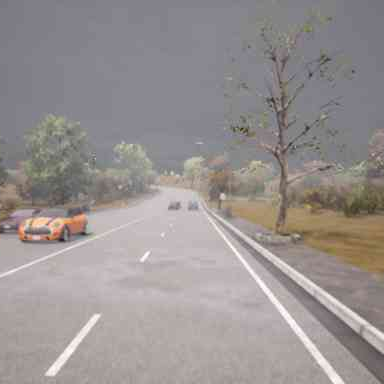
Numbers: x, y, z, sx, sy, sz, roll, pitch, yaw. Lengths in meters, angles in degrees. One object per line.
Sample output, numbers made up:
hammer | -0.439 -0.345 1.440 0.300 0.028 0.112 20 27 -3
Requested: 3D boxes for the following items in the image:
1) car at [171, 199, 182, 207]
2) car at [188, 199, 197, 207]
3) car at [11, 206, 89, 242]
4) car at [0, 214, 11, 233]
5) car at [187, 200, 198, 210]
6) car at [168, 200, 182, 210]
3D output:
car | -3.334 2.367 71.291 2.128 1.511 4.902 0 2 0
car | 0.166 2.385 71.282 1.812 1.442 4.674 0 2 0
car | -7.049 1.546 17.410 2.097 1.767 4.553 0 -1 1
car | -10.529 1.770 21.325 1.812 1.442 4.674 0 -1 0
car | 0.139 2.560 60.945 2.033 1.411 5.357 0 -1 0
car | -3.361 2.541 60.954 2.033 1.411 5.357 0 -1 0
